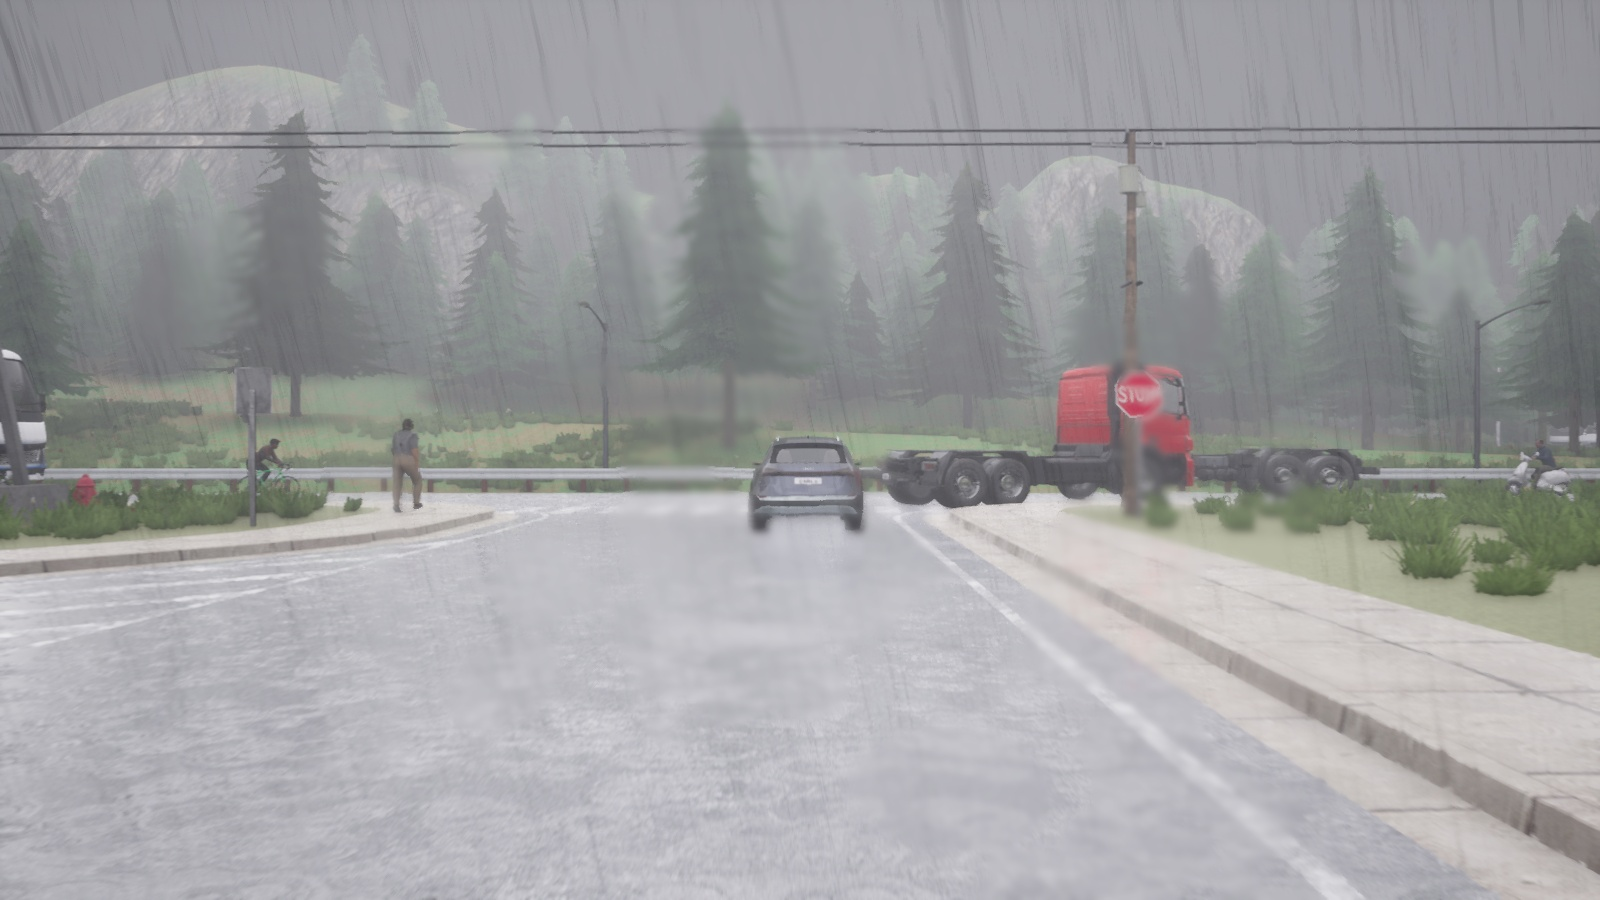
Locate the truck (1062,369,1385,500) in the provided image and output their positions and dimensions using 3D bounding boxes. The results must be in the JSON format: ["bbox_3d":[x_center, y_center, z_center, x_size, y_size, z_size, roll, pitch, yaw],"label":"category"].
[{"bbox_3d":[11.479,-0.421,34.625,7.936,3.462,2.891,0,0,1],"label":"truck"}]

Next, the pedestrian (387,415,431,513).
[{"bbox_3d":[-7.493,0.260,24.057,0.540,1.848,0.694,0,0,11],"label":"pedestrian"}]

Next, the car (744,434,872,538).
[{"bbox_3d":[0.143,0.551,22.297,2.033,1.649,4.856,0,0,0],"label":"car"}]

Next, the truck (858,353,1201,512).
[{"bbox_3d":[5.606,-0.403,30.382,7.936,3.462,2.891,0,0,-25],"label":"truck"}]

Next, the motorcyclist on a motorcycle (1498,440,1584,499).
[{"bbox_3d":[20.293,0.522,34.422,1.817,1.590,0.866,0,0,1],"label":"motorcyclist on a motorcycle"}]

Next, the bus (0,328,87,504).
[{"bbox_3d":[-24.379,-0.830,31.957,10.273,4.253,3.944,0,0,1],"label":"bus"}]

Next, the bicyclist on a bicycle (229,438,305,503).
[{"bbox_3d":[-13.454,0.510,31.710,1.656,1.620,0.582,0,0,1],"label":"bicyclist on a bicycle"}]
